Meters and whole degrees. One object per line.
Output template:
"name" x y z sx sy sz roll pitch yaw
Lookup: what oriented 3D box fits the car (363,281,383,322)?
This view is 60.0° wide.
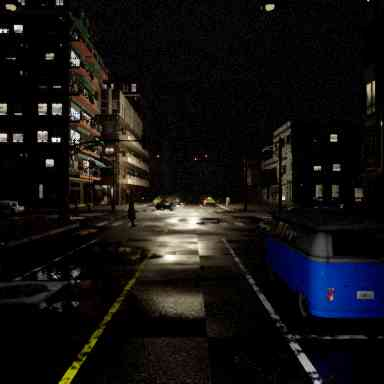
"car" 2.660 1.582 1.262 1.802 1.307 4.206 0 0 0

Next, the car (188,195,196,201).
"car" -0.018 1.465 88.547 1.882 1.535 5.008 0 0 0

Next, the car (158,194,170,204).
"car" -5.701 1.374 68.354 2.192 1.841 5.009 0 0 0

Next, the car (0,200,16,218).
"car" -17.472 1.534 27.759 4.206 1.307 1.802 0 0 0

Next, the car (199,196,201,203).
"car" 2.679 1.632 62.817 1.802 1.307 4.206 0 0 0

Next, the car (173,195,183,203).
"car" -3.016 1.543 72.116 1.882 1.535 5.008 0 0 0

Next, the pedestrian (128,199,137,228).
"pedestrian" -3.772 1.300 21.047 0.375 1.860 0.375 0 0 0

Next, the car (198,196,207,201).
"car" 2.675 1.641 84.973 2.008 1.369 4.403 0 0 0

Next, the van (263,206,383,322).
"van" 2.659 1.342 6.951 1.690 1.788 3.998 0 0 0

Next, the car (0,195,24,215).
"car" -18.386 1.184 30.345 5.566 2.045 2.150 0 0 0

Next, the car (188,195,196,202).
"car" -0.016 1.616 78.127 2.033 1.411 5.357 0 0 0

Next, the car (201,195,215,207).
"car" 2.682 1.561 51.908 1.752 1.417 4.829 0 0 0

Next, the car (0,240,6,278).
"car" -5.689 1.567 6.975 1.947 1.339 4.313 0 0 0

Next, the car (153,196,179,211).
"car" -3.308 1.575 42.269 2.033 1.411 5.357 0 0 5

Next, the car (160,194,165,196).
"car" -5.700 1.568 57.105 1.752 1.417 4.829 0 0 0

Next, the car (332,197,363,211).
"car" 14.917 1.358 27.846 5.009 1.841 2.192 0 0 0

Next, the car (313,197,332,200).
"car" 14.903 1.549 33.634 5.008 1.535 1.882 0 0 0

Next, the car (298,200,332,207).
"car" 11.168 1.644 30.338 4.718 1.301 1.895 0 0 0

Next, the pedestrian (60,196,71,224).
"pedestrian" -8.151 1.148 21.688 0.375 1.860 0.375 0 0 0

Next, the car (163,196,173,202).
"car" -5.705 1.630 79.432 2.008 1.369 4.403 0 0 0

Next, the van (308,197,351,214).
"van" 14.892 1.425 36.225 3.998 1.788 1.690 0 0 0

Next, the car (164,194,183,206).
"car" -3.096 1.395 57.034 2.097 1.767 4.553 0 0 0
